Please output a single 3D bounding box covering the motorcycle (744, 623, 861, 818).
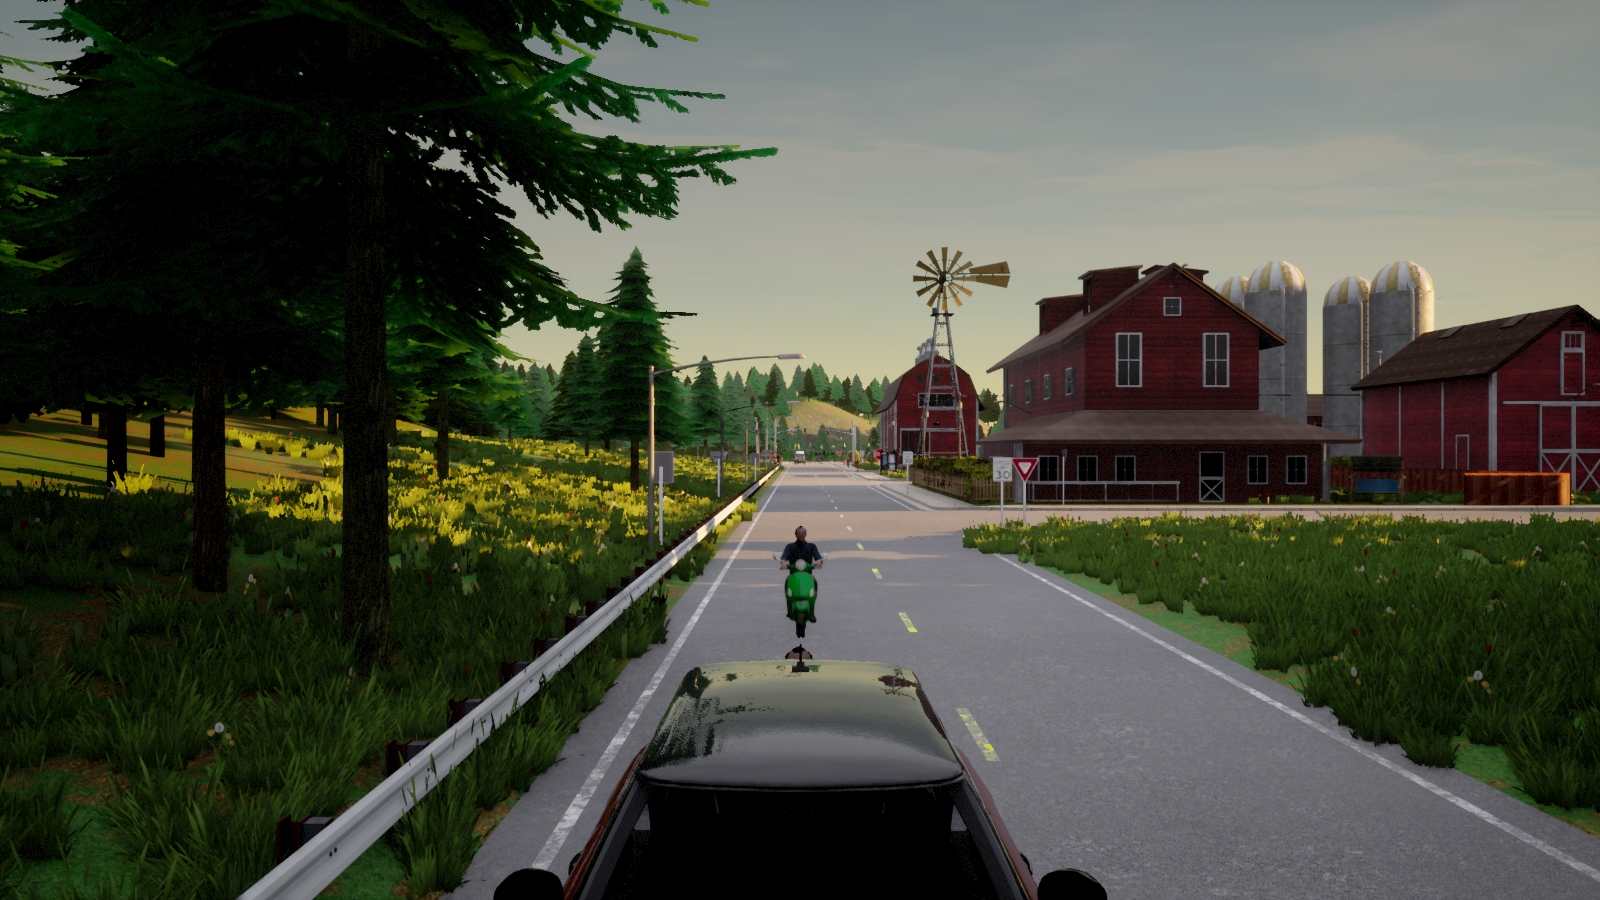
[{"bbox_3d":[0.015,2.230,9.842,0.867,1.251,2.209,-2,-3,0],"label":"motorcycle"}]

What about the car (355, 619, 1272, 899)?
[{"bbox_3d":[0.032,1.899,4.503,2.097,1.767,4.553,0,0,0],"label":"car"}]
